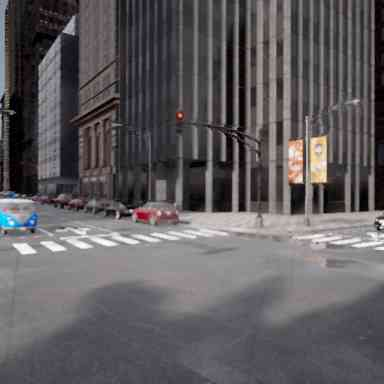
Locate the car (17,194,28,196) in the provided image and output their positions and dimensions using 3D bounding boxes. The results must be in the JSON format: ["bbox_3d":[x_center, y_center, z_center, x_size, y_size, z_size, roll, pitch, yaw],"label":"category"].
[{"bbox_3d":[-31.915,1.132,64.363,1.947,1.339,4.313,1,0,-35],"label":"car"}]

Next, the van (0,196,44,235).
[{"bbox_3d":[-9.575,1.281,18.144,1.690,1.788,3.998,1,0,-35],"label":"van"}]

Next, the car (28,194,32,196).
[{"bbox_3d":[-25.406,1.225,55.189,1.947,1.339,4.313,1,0,-35],"label":"car"}]

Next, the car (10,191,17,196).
[{"bbox_3d":[-38.424,1.053,73.539,1.802,1.307,4.206,1,0,-35],"label":"car"}]

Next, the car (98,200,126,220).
[{"bbox_3d":[-5.880,1.494,27.664,1.947,1.339,4.313,1,0,-35],"label":"car"}]

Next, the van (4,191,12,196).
[{"bbox_3d":[-44.928,0.714,82.714,1.690,1.788,3.998,1,0,-35],"label":"van"}]

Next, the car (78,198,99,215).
[{"bbox_3d":[-9.134,1.435,32.252,2.008,1.369,4.403,1,0,-35],"label":"car"}]

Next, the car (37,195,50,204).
[{"bbox_3d":[-22.151,1.250,50.602,1.887,1.381,4.507,1,0,-35],"label":"car"}]

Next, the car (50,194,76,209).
[{"bbox_3d":[-15.639,1.111,41.427,2.192,1.841,5.009,1,0,-35],"label":"car"}]

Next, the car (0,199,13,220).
[{"bbox_3d":[-15.988,1.379,27.179,1.752,1.417,4.829,1,0,-35],"label":"car"}]

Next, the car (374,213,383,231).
[{"bbox_3d":[13.715,1.754,21.400,4.902,1.511,2.128,1,0,-32],"label":"car"}]

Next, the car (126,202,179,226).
[{"bbox_3d":[-2.624,1.412,23.077,1.967,1.590,4.097,1,0,-35],"label":"car"}]

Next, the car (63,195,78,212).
[{"bbox_3d":[-12.389,1.385,36.839,1.887,1.381,4.507,1,0,-35],"label":"car"}]
